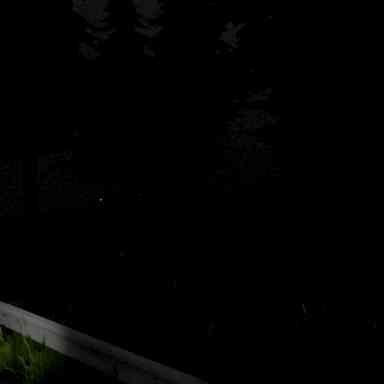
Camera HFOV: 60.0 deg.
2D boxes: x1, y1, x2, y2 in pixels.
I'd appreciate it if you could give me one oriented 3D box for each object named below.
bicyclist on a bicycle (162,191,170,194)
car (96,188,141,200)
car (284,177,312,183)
[{"bbox_3d":[-2.234,0.269,28.847,0.582,1.620,1.656,1,4,-28],"label":"bicyclist on a bicycle"},{"bbox_3d":[-7.360,0.519,33.432,4.553,1.767,2.097,-5,3,-28],"label":"car"},{"bbox_3d":[11.593,-0.825,37.723,5.008,1.535,1.882,-4,-1,9],"label":"car"}]
